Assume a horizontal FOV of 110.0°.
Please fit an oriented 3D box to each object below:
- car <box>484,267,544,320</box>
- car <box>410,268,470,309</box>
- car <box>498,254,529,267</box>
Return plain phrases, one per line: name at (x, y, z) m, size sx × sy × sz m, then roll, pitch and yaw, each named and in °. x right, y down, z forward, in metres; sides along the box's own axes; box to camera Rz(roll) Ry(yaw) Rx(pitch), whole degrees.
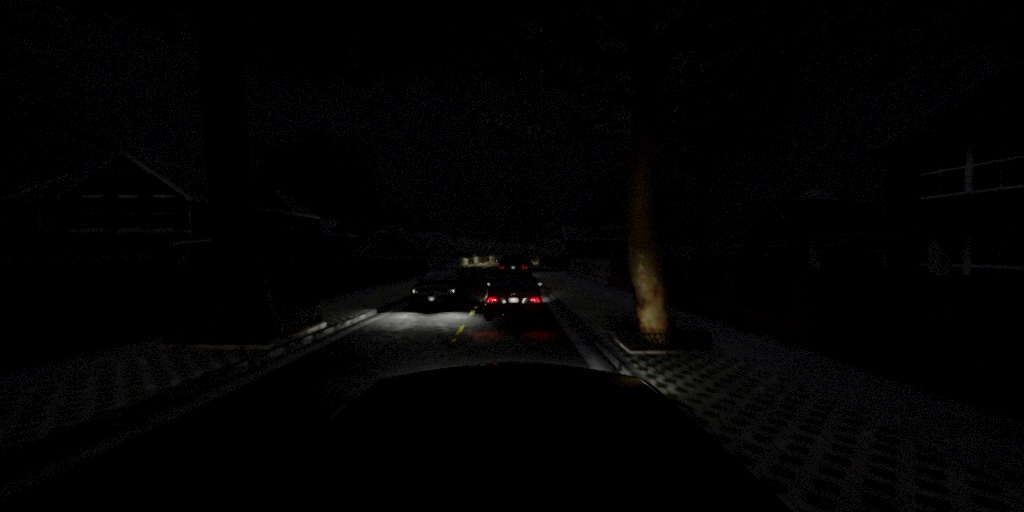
car at (0.088, 1.267, 12.408) m, size 2.033 × 1.411 × 5.357 m, roll 0°, pitch 0°, yaw 1°
car at (-2.844, 1.238, 14.988) m, size 1.812 × 1.442 × 4.674 m, roll 0°, pitch 0°, yaw 0°
car at (0.096, 0.892, 27.213) m, size 2.150 × 2.045 × 5.566 m, roll 0°, pitch 0°, yaw 0°
